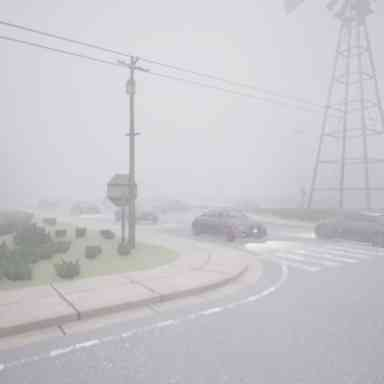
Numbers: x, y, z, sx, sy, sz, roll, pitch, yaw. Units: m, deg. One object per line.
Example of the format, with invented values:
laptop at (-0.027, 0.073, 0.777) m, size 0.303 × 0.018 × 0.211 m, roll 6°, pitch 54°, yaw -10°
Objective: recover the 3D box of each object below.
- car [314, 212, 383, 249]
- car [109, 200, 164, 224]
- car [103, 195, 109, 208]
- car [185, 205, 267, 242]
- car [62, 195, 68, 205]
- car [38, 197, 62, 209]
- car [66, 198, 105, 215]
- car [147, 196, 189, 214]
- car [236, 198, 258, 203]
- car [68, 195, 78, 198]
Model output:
car at (7.597, 1.580, 14.936) m, size 1.994 × 1.385 × 4.181 m, roll 0°, pitch 0°, yaw -28°
car at (-4.290, 1.538, 25.004) m, size 1.812 × 1.442 × 4.674 m, roll 0°, pitch 0°, yaw -37°
car at (-10.710, 1.334, 46.520) m, size 3.866 × 1.878 × 1.905 m, roll 0°, pitch 0°, yaw -36°
car at (1.749, 1.576, 16.640) m, size 1.994 × 1.385 × 4.181 m, roll 0°, pitch 0°, yaw -34°
car at (-23.169, 1.580, 56.643) m, size 1.994 × 1.385 × 4.181 m, roll 0°, pitch 0°, yaw -37°
car at (-20.086, 1.490, 46.417) m, size 1.882 × 1.535 × 5.008 m, roll 0°, pitch 0°, yaw -36°
car at (-10.940, 1.576, 33.950) m, size 1.994 × 1.385 × 4.181 m, roll 0°, pitch 0°, yaw -37°
car at (-2.283, 1.527, 35.980) m, size 4.193 × 1.474 × 1.816 m, roll 0°, pitch 0°, yaw -36°
car at (7.389, 1.556, 44.546) m, size 3.905 × 1.438 × 1.784 m, roll 0°, pitch 0°, yaw -36°
car at (-25.017, 1.501, 66.045) m, size 4.611 × 1.667 × 2.242 m, roll 0°, pitch 0°, yaw -36°
